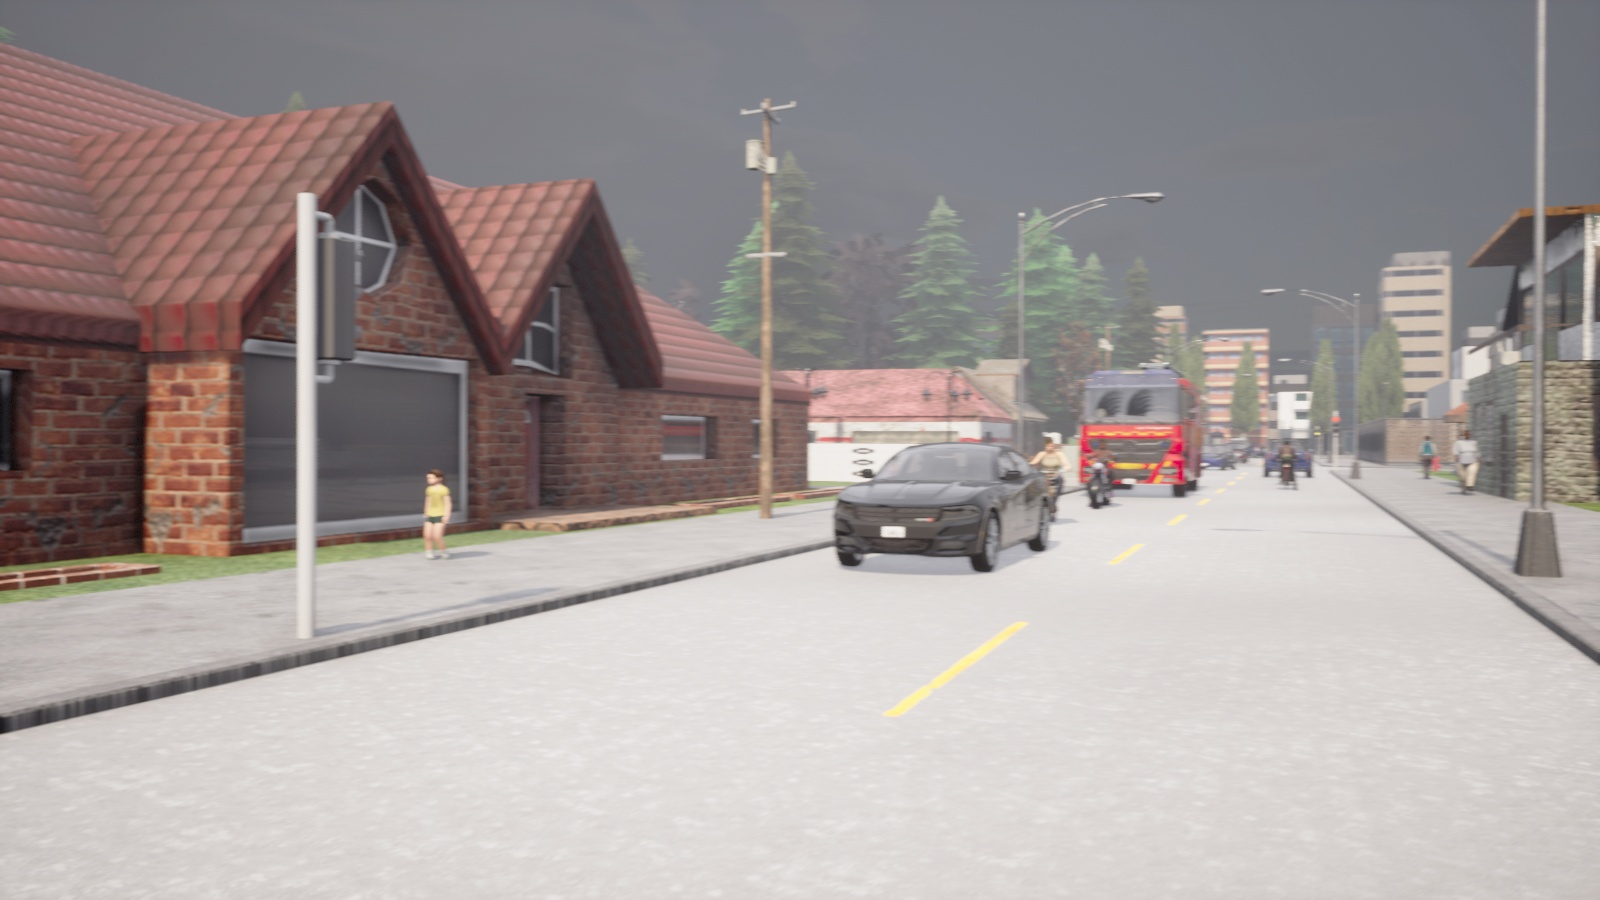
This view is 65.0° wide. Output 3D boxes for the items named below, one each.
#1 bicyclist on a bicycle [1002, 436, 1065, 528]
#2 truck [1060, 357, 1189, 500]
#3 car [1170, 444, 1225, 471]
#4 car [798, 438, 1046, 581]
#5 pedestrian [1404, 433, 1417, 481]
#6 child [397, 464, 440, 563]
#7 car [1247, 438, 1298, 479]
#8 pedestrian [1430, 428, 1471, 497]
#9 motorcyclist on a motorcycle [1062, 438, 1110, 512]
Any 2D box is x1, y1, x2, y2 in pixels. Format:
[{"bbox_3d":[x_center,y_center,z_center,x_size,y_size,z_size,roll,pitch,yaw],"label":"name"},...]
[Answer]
[{"bbox_3d":[4.277,0.565,22.918,0.866,1.612,1.509,0,0,21],"label":"bicyclist on a bicycle"},{"bbox_3d":[10.042,-0.598,38.173,2.891,3.827,8.468,0,0,21],"label":"truck"},{"bbox_3d":[22.820,0.428,72.020,2.163,1.488,4.792,0,0,28],"label":"car"},{"bbox_3d":[1.779,0.633,16.265,1.882,1.535,5.008,0,0,21],"label":"car"},{"bbox_3d":[24.535,0.280,50.450,0.396,1.930,0.692,0,0,21],"label":"pedestrian"},{"bbox_3d":[-4.394,0.723,14.471,0.255,1.110,0.394,1,0,31],"label":"child"},{"bbox_3d":[21.748,0.368,57.857,2.097,1.767,4.553,0,0,20],"label":"car"},{"bbox_3d":[17.878,0.341,34.531,0.874,1.855,0.900,0,0,20],"label":"pedestrian"},{"bbox_3d":[6.690,0.553,29.315,0.766,1.649,2.350,0,1,21],"label":"motorcyclist on a motorcycle"}]
